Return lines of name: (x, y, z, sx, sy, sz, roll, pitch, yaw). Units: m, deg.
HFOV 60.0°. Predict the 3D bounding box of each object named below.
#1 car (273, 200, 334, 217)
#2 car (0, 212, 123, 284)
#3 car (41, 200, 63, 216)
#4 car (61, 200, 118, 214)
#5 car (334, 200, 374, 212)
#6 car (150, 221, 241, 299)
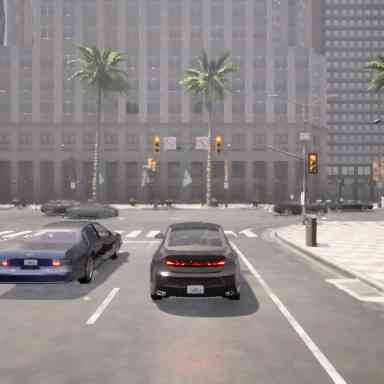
car: (10.188, 1.477, 31.305, 5.008, 1.535, 1.882, 0, 0, 0)
car: (-3.422, 1.547, 9.597, 2.033, 1.411, 5.357, 0, 0, 0)
car: (-11.662, 1.491, 31.350, 4.902, 1.511, 2.128, 0, 0, 0)
car: (-8.302, 1.564, 27.848, 4.181, 1.385, 1.994, 0, 0, 0)
car: (18.215, 1.601, 38.483, 4.718, 1.301, 1.895, 0, 0, 0)
car: (0.074, 1.505, 8.403, 1.837, 1.490, 4.892, 0, 0, 0)
